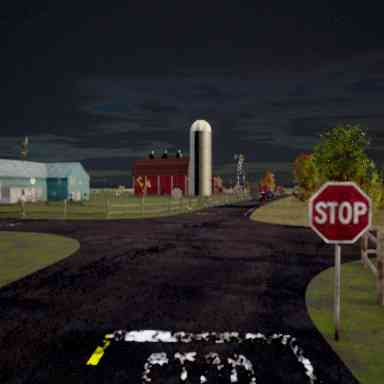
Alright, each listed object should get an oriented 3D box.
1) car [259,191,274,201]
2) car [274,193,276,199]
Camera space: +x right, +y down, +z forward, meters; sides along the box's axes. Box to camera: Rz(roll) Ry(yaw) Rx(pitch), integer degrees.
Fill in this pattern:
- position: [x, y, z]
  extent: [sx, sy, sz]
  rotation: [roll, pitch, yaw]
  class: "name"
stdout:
- position: [13.941, 1.012, 63.418]
  extent: [1.837, 1.490, 4.892]
  rotation: [0, 0, 19]
  class: "car"
- position: [17.321, 0.651, 73.243]
  extent: [2.097, 1.767, 4.553]
  rotation: [0, 0, 19]
  class: "car"
